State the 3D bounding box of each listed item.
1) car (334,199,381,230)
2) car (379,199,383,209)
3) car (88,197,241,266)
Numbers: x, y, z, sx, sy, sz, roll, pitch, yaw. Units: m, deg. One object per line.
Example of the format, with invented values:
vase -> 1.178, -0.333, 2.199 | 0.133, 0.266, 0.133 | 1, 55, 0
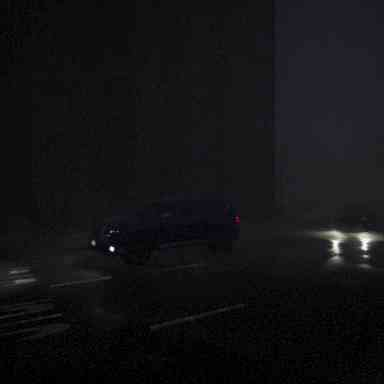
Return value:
car -> 10.568, 1.466, 21.350 | 1.882, 1.535, 5.008 | 0, 0, 35
car -> 22.901, 1.541, 42.184 | 1.994, 1.385, 4.181 | 0, 0, -9
car -> -0.772, 1.216, 11.902 | 5.566, 2.045, 2.150 | 0, 0, -34
